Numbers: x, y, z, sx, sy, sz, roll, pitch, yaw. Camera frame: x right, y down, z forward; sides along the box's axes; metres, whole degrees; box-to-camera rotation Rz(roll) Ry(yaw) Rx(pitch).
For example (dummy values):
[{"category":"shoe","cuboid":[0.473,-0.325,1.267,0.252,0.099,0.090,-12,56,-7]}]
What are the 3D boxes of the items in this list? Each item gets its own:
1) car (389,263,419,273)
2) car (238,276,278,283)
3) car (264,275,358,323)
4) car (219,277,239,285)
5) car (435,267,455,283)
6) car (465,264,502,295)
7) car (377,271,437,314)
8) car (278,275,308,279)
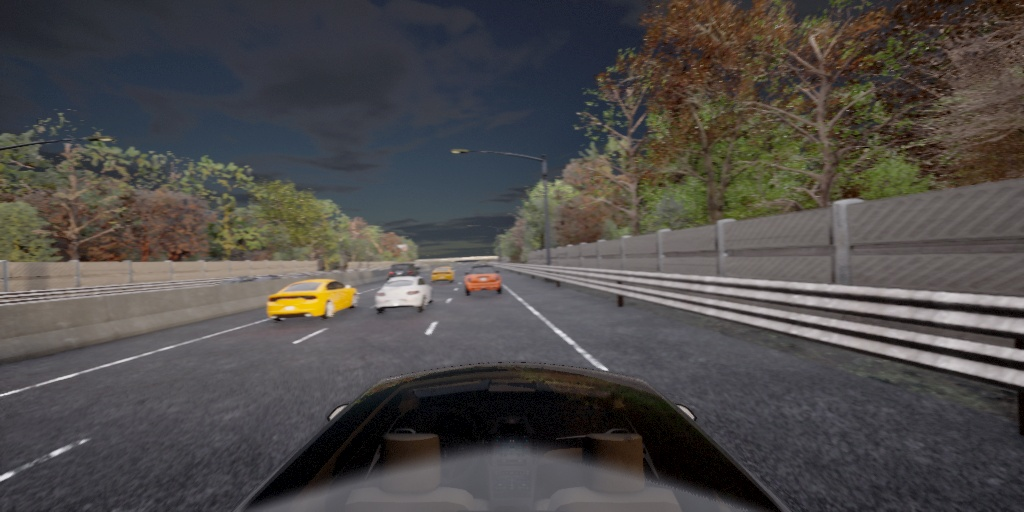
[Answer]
[{"category":"car","cuboid":[-10.048,1.705,33.752,2.150,2.045,5.566,-3,-1,-6]},{"category":"car","cuboid":[-24.545,2.736,36.211,2.033,1.411,5.357,-3,-1,-6]},{"category":"car","cuboid":[-8.065,1.711,15.028,1.882,1.535,5.008,-3,0,-6]},{"category":"car","cuboid":[-28.158,2.859,37.201,2.128,1.511,4.902,-3,-1,-6]},{"category":"car","cuboid":[-6.655,1.813,35.021,1.882,1.535,5.008,-3,-1,-6]},{"category":"car","cuboid":[-1.830,1.351,22.347,2.097,1.767,4.553,-3,-1,-6]},{"category":"car","cuboid":[-4.633,1.605,15.833,1.812,1.442,4.674,-3,0,-6]},{"category":"car","cuboid":[-21.001,2.583,35.971,1.994,1.385,4.181,-3,-1,-6]}]
